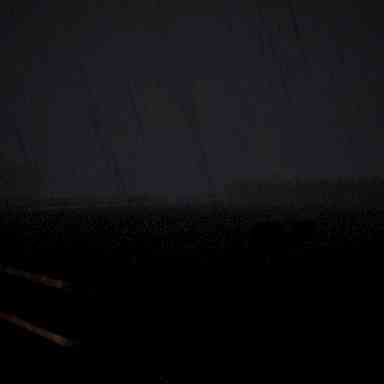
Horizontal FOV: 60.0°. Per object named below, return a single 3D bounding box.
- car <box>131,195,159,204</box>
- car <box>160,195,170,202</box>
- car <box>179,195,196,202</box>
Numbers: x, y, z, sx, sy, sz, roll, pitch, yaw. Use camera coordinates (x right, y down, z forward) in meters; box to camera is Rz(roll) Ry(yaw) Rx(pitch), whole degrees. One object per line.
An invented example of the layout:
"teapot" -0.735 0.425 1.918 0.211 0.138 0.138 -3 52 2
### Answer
"car" -8.364 1.319 56.988 1.812 1.442 4.674 -1 0 35
"car" -6.465 1.325 64.642 2.033 1.411 5.357 -1 0 35
"car" -0.894 1.261 67.889 1.812 1.442 4.674 -1 0 35
